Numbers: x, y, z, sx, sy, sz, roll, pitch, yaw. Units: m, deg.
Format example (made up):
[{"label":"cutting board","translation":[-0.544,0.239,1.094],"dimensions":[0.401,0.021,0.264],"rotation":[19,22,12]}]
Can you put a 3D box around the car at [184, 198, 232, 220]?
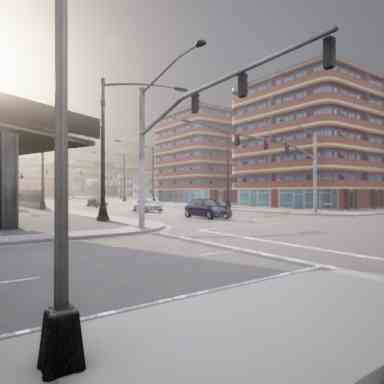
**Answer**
[{"label":"car","translation":[1.337,1.347,28.388],"dimensions":[2.097,1.767,4.553],"rotation":[0,0,-37]}]

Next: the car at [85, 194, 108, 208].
[{"label":"car","translation":[-13.959,1.485,48.991],"dimensions":[2.128,1.511,4.902],"rotation":[0,0,-36]}]

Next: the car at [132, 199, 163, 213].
[{"label":"car","translation":[-4.981,1.520,36.876],"dimensions":[1.812,1.442,4.674],"rotation":[0,0,-37]}]
